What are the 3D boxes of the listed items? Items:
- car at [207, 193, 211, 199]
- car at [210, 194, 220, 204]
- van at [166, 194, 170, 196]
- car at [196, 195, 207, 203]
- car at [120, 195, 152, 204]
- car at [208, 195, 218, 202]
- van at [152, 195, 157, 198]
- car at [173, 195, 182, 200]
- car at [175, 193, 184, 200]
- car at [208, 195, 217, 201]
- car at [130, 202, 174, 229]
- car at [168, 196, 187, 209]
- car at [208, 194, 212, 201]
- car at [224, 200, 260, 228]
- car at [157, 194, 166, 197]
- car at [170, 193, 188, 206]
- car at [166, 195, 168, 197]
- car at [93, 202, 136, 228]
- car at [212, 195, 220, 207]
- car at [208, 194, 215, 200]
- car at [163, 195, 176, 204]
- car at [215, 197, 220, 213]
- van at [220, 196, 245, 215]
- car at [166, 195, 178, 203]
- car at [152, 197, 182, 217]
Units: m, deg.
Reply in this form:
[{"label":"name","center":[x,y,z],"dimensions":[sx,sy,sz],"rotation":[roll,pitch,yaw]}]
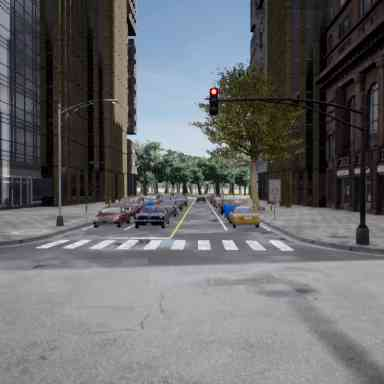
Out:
[{"label":"car","center":[4.362,1.208,61.475],"dimensions":[2.192,1.841,5.009],"rotation":[-1,0,1]},{"label":"car","center":[4.075,1.469,50.122],"dimensions":[1.887,1.381,4.507],"rotation":[-1,0,1]},{"label":"van","center":[-4.305,1.249,56.010],"dimensions":[1.690,1.788,3.998],"rotation":[0,0,1]},{"label":"car","center":[1.820,1.385,65.877],"dimensions":[1.837,1.490,4.892],"rotation":[0,0,1]},{"label":"car","center":[-5.029,1.288,27.620],"dimensions":[2.192,1.841,5.009],"rotation":[-1,0,1]},{"label":"car","center":[4.653,1.411,72.830],"dimensions":[2.008,1.369,4.403],"rotation":[0,0,1]},{"label":"van","center":[-4.884,1.305,33.299],"dimensions":[1.690,1.788,3.998],"rotation":[-1,0,1]},{"label":"car","center":[-3.580,1.371,84.398],"dimensions":[1.887,1.381,4.507],"rotation":[0,0,1]},{"label":"car","center":[-3.438,1.123,90.076],"dimensions":[2.192,1.841,5.009],"rotation":[0,0,1]},{"label":"car","center":[4.798,1.425,78.508],"dimensions":[1.802,1.307,4.206],"rotation":[0,0,1]},{"label":"car","center":[-2.497,1.583,21.867],"dimensions":[1.895,1.301,4.718],"rotation":[0,0,2]},{"label":"car","center":[-2.014,1.549,40.514],"dimensions":[1.895,1.301,4.718],"rotation":[0,0,2]},{"label":"car","center":[4.219,1.459,55.799],"dimensions":[2.008,1.369,4.403],"rotation":[-1,0,1]},{"label":"car","center":[3.356,1.507,21.903],"dimensions":[1.752,1.417,4.829],"rotation":[-1,0,1]},{"label":"car","center":[-4.739,1.267,38.976],"dimensions":[2.192,1.841,5.009],"rotation":[-1,0,1]},{"label":"car","center":[-1.721,1.275,50.618],"dimensions":[2.097,1.767,4.553],"rotation":[0,0,2]},{"label":"car","center":[-4.592,1.489,44.655],"dimensions":[2.008,1.369,4.403],"rotation":[-1,0,1]},{"label":"car","center":[-5.170,1.564,21.942],"dimensions":[1.802,1.307,4.206],"rotation":[-1,0,1]},{"label":"car","center":[3.935,1.463,44.614],"dimensions":[1.752,1.417,4.829],"rotation":[-1,0,1]},{"label":"car","center":[4.946,1.351,84.355],"dimensions":[1.752,1.417,4.829],"rotation":[0,0,1]},{"label":"car","center":[-4.160,1.333,61.687],"dimensions":[1.967,1.590,4.097],"rotation":[0,0,1]},{"label":"car","center":[3.641,1.530,33.089],"dimensions":[1.947,1.339,4.313],"rotation":[-1,0,1]},{"label":"van","center":[3.494,1.315,27.412],"dimensions":[1.690,1.788,3.998],"rotation":[-1,0,1]},{"label":"car","center":[-4.014,1.421,67.365],"dimensions":[1.887,1.381,4.507],"rotation":[0,0,1]},{"label":"car","center":[-2.255,1.472,31.207],"dimensions":[1.837,1.490,4.892],"rotation":[0,0,2]}]
